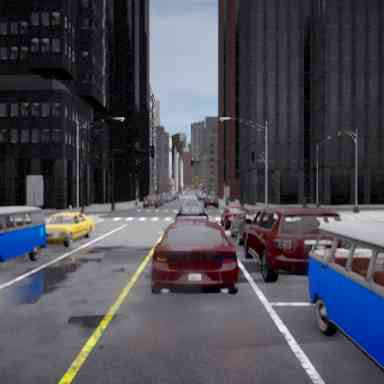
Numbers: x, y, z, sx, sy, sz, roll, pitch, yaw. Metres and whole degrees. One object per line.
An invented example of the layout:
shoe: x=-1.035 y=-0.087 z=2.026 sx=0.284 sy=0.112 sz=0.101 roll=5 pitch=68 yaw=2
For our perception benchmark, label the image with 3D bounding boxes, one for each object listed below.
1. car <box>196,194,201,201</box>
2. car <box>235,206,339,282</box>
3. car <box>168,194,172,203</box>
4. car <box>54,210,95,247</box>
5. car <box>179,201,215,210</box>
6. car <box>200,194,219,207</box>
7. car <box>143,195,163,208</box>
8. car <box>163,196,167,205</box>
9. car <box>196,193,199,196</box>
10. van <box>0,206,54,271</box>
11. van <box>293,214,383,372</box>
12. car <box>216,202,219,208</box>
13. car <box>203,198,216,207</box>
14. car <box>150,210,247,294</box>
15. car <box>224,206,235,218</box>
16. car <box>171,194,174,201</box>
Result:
car: x=2.715 y=1.681 z=87.252 sx=1.887 sy=1.381 sz=4.507 roll=0 pitch=0 yaw=0
car: x=2.757 y=1.320 z=9.654 sx=2.192 sy=1.841 sz=5.009 roll=0 pitch=0 yaw=0
car: x=-5.801 y=1.653 z=70.324 sx=1.947 sy=1.339 sz=4.313 roll=0 pitch=0 yaw=0
car: x=-5.774 y=1.533 z=15.016 sx=1.752 sy=1.417 sz=4.829 roll=0 pitch=0 yaw=0
car: x=-0.007 y=1.503 z=19.253 sx=2.128 sy=1.511 sz=4.902 roll=0 pitch=0 yaw=0
car: x=2.734 y=1.359 z=47.746 sx=2.192 sy=1.841 sz=5.009 roll=0 pitch=0 yaw=0
car: x=-5.790 y=1.359 z=47.751 sx=2.192 sy=1.841 sz=5.009 roll=0 pitch=0 yaw=0
car: x=-5.794 y=1.368 z=53.394 sx=2.192 sy=1.841 sz=5.009 roll=0 pitch=0 yaw=0
car: x=2.713 y=1.719 z=92.897 sx=1.947 sy=1.339 sz=4.313 roll=0 pitch=0 yaw=0
van: x=-5.773 y=1.346 z=9.662 sx=1.690 sy=1.788 sz=3.998 roll=0 pitch=0 yaw=0
van: x=2.761 y=1.343 z=4.128 sx=1.690 sy=1.788 sz=3.998 roll=0 pitch=0 yaw=0
car: x=2.750 y=1.558 z=20.705 sx=1.887 sy=1.381 sz=4.507 roll=0 pitch=0 yaw=0
car: x=2.733 y=1.619 z=53.389 sx=1.947 sy=1.339 sz=4.313 roll=0 pitch=0 yaw=0
car: x=0.063 y=1.482 z=8.843 sx=1.882 sy=1.535 sz=5.008 roll=0 pitch=0 yaw=0
car: x=2.754 y=1.559 z=15.179 sx=2.008 sy=1.369 sz=4.403 roll=0 pitch=0 yaw=0
car: x=-5.804 y=1.627 z=75.797 sx=1.752 sy=1.417 sz=4.829 roll=0 pitch=0 yaw=0
